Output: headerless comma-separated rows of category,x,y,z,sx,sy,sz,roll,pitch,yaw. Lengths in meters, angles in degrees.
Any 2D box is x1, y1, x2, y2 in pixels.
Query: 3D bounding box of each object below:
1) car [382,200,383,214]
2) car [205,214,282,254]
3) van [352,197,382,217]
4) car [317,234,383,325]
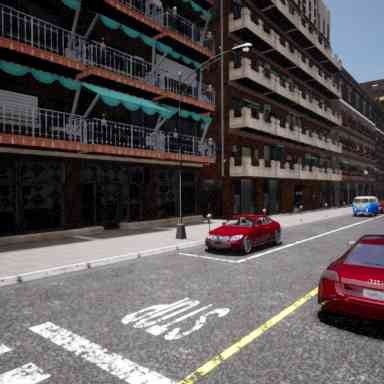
car,19.690,1.566,35.374,1.802,1.307,4.206,-1,-1,39
car,2.227,1.573,13.480,1.802,1.307,4.206,-1,-1,39
van,16.156,1.326,30.948,1.690,1.788,3.998,-1,-1,39
car,4.086,1.561,6.723,1.994,1.385,4.181,0,0,39
